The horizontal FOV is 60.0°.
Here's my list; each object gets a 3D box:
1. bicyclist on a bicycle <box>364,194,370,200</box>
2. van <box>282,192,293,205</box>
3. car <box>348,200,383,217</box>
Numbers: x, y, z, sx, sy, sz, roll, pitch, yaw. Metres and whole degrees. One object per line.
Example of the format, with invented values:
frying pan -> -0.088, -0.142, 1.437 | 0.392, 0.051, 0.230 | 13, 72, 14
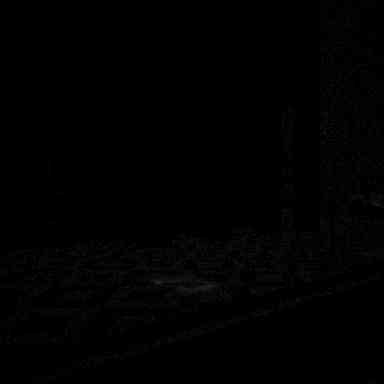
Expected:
bicyclist on a bicycle -> 20.841, 1.027, 39.619 | 1.656, 1.620, 0.582 | 0, 1, -36
van -> 12.254, 0.928, 46.564 | 1.690, 1.788, 3.998 | 1, 0, -35
car -> 14.816, 1.365, 28.290 | 2.008, 1.369, 4.403 | 1, 0, -35
